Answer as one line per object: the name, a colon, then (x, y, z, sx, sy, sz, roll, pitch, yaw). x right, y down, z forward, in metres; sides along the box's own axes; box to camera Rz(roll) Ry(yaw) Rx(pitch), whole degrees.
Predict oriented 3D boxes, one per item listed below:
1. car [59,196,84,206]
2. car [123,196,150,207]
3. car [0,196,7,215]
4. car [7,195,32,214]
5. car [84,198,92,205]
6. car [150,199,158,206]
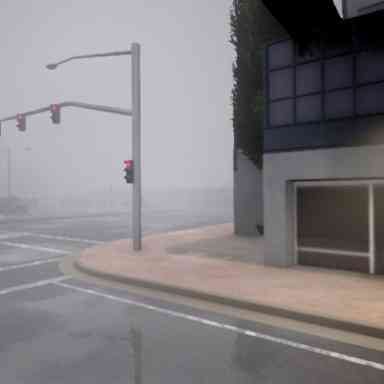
car: (-23.647, 1.711, 64.431, 4.605, 1.855, 1.932, -1, 0, 35)
car: (-9.339, 1.541, 54.320, 3.866, 1.878, 1.905, -1, 0, 35)
car: (-22.370, 1.538, 35.956, 4.605, 1.855, 1.932, -1, 0, 35)
car: (-20.652, 1.540, 38.286, 3.866, 1.878, 1.905, -1, 0, 35)
car: (-21.919, 1.921, 66.756, 3.905, 1.438, 1.784, -1, 0, 35)
car: (-7.655, 1.780, 56.675, 3.806, 1.475, 1.970, -1, 0, 35)
